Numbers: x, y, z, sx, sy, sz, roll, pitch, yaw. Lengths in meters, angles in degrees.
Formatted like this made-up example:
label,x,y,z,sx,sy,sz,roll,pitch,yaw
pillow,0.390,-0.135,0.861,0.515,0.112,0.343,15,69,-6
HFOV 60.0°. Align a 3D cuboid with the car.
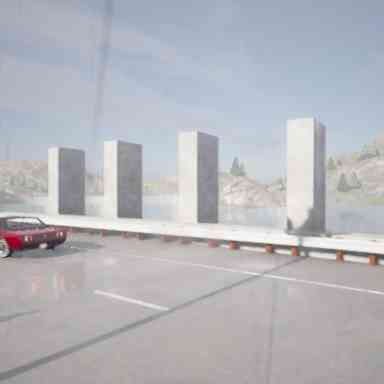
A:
label,x,y,z,sx,sy,sz,roll,pitch,yaw
car,-7.005,1.561,12.621,4.718,1.301,1.895,0,0,32
